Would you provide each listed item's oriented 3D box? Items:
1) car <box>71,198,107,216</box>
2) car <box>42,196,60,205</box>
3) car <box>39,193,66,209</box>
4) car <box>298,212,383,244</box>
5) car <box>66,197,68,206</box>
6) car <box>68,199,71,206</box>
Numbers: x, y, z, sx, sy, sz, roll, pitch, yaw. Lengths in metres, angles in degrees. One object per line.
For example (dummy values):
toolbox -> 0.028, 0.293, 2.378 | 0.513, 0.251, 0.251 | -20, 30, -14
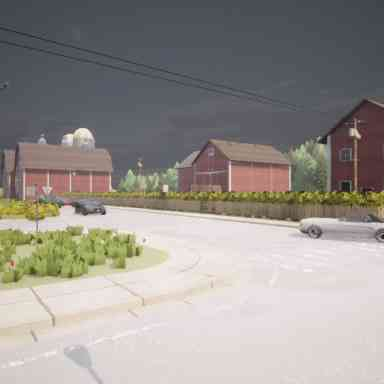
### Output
car -> -9.846, 1.564, 32.220 | 1.994, 1.385, 4.181 | 0, 0, -36
car -> -25.417, 1.477, 59.936 | 1.882, 1.535, 5.008 | 0, 0, -36
car -> -19.490, 1.223, 45.673 | 2.150, 2.045, 5.566 | 0, 0, -35
car -> 7.583, 1.601, 15.835 | 4.718, 1.301, 1.895 | 0, 0, 30
car -> -20.797, 1.564, 53.540 | 1.994, 1.385, 4.181 | 0, 0, -36
car -> -15.097, 1.564, 45.735 | 1.994, 1.385, 4.181 | 0, 0, -35
